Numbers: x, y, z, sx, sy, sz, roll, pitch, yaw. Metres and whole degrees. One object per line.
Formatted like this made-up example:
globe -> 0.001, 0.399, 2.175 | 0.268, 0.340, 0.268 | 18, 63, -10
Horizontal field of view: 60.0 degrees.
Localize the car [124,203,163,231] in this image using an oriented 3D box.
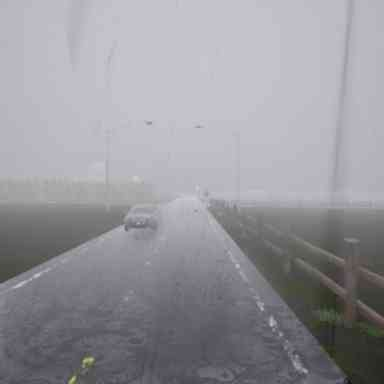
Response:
car -> -2.848, 1.457, 20.169 | 1.837, 1.490, 4.892 | 0, 0, 0
